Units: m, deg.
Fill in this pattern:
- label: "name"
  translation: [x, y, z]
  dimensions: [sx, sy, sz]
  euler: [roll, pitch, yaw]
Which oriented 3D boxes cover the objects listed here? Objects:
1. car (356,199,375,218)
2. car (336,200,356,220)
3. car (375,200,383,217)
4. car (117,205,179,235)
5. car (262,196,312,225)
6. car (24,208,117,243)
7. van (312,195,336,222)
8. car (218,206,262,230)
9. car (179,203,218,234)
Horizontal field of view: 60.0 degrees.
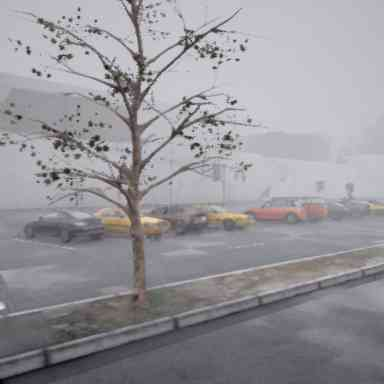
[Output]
- label: "car"
  translation: [13.309, 1.514, 29.805]
  dimensions: [4.792, 1.488, 2.163]
  euler: [-1, 0, 35]
- label: "car"
  translation: [10.906, 1.534, 28.056]
  dimensions: [4.674, 1.452, 2.002]
  euler: [-1, 0, 35]
- label: "car"
  translation: [15.925, 1.458, 31.423]
  dimensions: [5.366, 1.575, 1.946]
  euler: [-1, -1, 35]
- label: "car"
  translation: [-3.528, 1.486, 17.577]
  dimensions: [5.366, 1.575, 1.946]
  euler: [-1, -1, 35]
- label: "car"
  translation: [6.063, 1.380, 24.582]
  dimensions: [4.553, 1.767, 2.185]
  euler: [-1, -1, 35]
- label: "car"
  translation: [-6.110, 1.531, 15.946]
  dimensions: [4.674, 1.452, 2.002]
  euler: [-1, 0, 35]
- label: "van"
  translation: [8.574, 1.277, 26.274]
  dimensions: [4.442, 1.987, 1.878]
  euler: [-1, -1, 35]
- label: "car"
  translation: [1.333, 1.496, 21.036]
  dimensions: [5.366, 1.575, 1.946]
  euler: [-1, -1, 35]
- label: "car"
  translation: [-1.277, 1.526, 19.423]
  dimensions: [4.792, 1.488, 2.163]
  euler: [-1, -1, 35]
